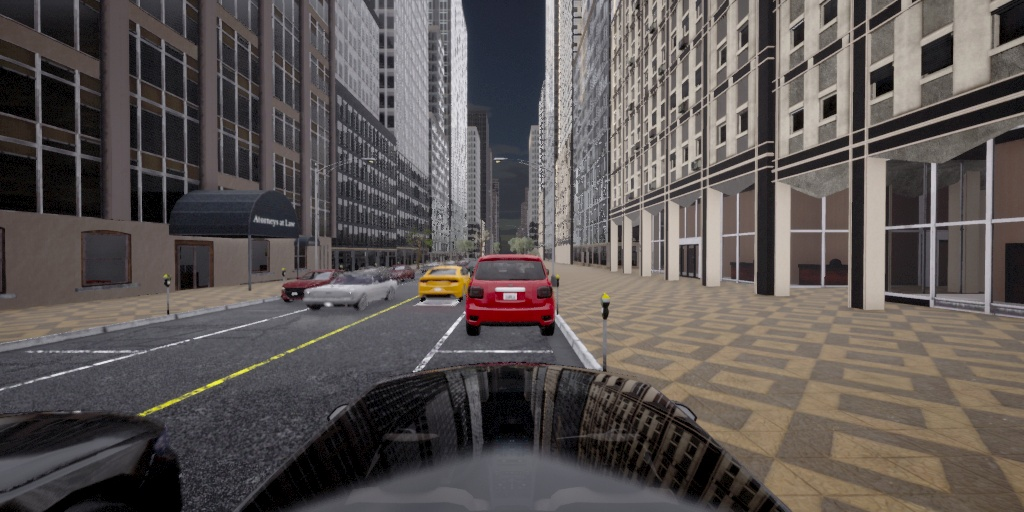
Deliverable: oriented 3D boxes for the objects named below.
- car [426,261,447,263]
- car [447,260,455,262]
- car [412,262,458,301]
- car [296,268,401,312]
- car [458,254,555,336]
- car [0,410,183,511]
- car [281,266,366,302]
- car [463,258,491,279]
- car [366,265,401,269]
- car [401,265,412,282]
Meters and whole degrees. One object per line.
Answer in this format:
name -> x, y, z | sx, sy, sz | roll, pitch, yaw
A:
car -> -8.837, 1.294, 39.574 | 2.007, 1.370, 4.403 | 0, 0, 0
car -> -8.837, 1.291, 50.940 | 2.007, 1.370, 4.403 | 0, 0, 0
car -> -3.045, 1.225, 17.200 | 1.882, 1.535, 5.008 | 0, 0, 0
car -> -6.247, 1.349, 14.415 | 1.895, 1.301, 4.718 | 0, 0, 0
car -> -0.039, 0.976, 10.531 | 2.150, 2.045, 5.566 | 0, 0, 0
car -> -3.046, 1.243, 0.291 | 2.128, 1.511, 4.902 | 0, 0, 0
car -> -8.837, 1.292, 16.839 | 1.888, 1.381, 4.507 | 0, 0, 0
car -> -3.147, 1.096, 33.176 | 2.097, 1.767, 4.553 | 0, 0, 0
car -> -8.838, 1.297, 22.523 | 2.007, 1.370, 4.403 | 0, 0, 0
car -> -8.837, 1.327, 28.206 | 1.802, 1.307, 4.207 | 0, 0, 0
